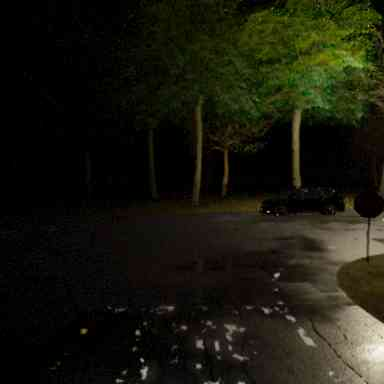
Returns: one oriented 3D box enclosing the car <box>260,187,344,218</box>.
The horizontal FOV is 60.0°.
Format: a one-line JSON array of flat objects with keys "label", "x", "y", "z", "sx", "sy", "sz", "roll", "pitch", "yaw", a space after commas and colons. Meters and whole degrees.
[{"label": "car", "x": 7.612, "y": 0.754, "z": 23.209, "sx": 5.566, "sy": 2.045, "sz": 2.150, "roll": -2, "pitch": 3, "yaw": 0}]
